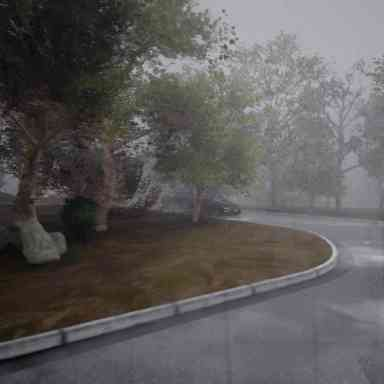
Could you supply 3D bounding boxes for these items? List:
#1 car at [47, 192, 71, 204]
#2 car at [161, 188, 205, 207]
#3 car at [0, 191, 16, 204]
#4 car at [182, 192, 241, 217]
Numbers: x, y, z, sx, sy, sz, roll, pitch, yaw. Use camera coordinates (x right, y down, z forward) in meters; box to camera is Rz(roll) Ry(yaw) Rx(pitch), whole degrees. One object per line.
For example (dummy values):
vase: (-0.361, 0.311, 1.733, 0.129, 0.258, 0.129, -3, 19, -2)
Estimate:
car: (-14.839, 0.557, 38.907, 4.553, 1.767, 2.097, 1, 0, -6)
car: (-0.834, 0.627, 33.754, 2.150, 2.045, 5.566, 1, 0, -40)
car: (-19.174, 0.620, 33.436, 4.892, 1.490, 1.837, 0, -1, -34)
car: (1.625, 1.004, 25.020, 1.837, 1.490, 4.892, 1, 0, -36)
